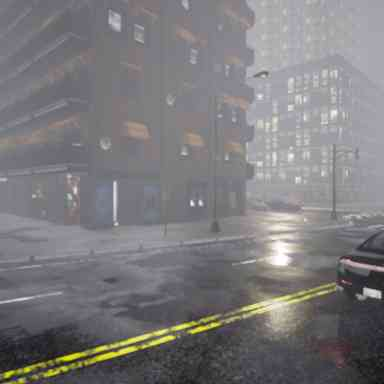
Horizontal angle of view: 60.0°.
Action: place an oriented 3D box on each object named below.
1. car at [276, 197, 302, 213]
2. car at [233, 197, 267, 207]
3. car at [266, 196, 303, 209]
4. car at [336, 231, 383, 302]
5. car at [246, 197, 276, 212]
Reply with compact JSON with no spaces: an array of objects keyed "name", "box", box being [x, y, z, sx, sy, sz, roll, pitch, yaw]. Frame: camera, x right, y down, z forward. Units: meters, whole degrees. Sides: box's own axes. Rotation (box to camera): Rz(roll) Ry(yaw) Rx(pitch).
[{"name":"car","box":[9.945,1.500,36.930,4.181,1.385,1.994,1,1,44]},{"name":"car","box":[8.062,1.380,46.768,4.313,1.339,1.947,1,0,44]},{"name":"car","box":[11.988,1.346,43.123,4.097,1.590,1.967,1,0,44]},{"name":"car","box":[5.077,1.559,7.212,4.902,1.511,2.128,0,0,-36]},{"name":"car","box":[6.365,1.413,36.671,4.829,1.417,1.752,1,0,44]}]
